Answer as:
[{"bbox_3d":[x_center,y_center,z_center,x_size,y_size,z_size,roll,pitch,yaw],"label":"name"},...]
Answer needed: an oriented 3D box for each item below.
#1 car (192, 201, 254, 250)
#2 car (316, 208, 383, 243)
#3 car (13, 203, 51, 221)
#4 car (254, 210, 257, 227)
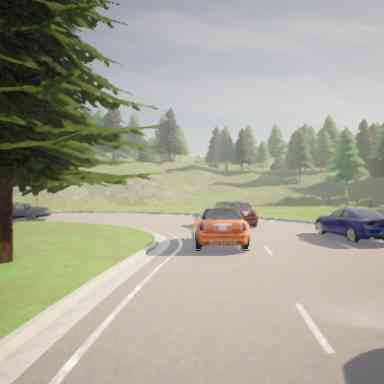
[{"bbox_3d":[1.120,1.371,14.498,2.097,1.767,4.553,0,0,-1],"label":"car"},{"bbox_3d":[7.929,1.522,16.406,1.882,1.535,5.008,0,0,-5],"label":"car"},{"bbox_3d":[-13.966,1.528,26.006,5.357,1.411,2.033,0,0,-15],"label":"car"},{"bbox_3d":[2.303,1.384,22.337,2.097,1.767,4.553,0,0,-28],"label":"car"}]
